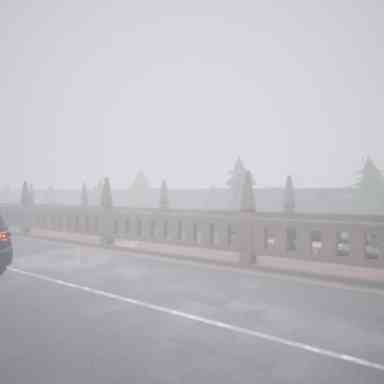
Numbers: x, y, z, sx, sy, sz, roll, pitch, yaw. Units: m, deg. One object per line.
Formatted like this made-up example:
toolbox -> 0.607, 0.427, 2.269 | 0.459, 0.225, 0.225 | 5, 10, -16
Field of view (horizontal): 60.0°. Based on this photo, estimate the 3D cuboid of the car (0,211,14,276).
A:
car -> -7.066, 1.249, 9.025 | 5.566, 2.045, 2.150 | 0, 0, 35
